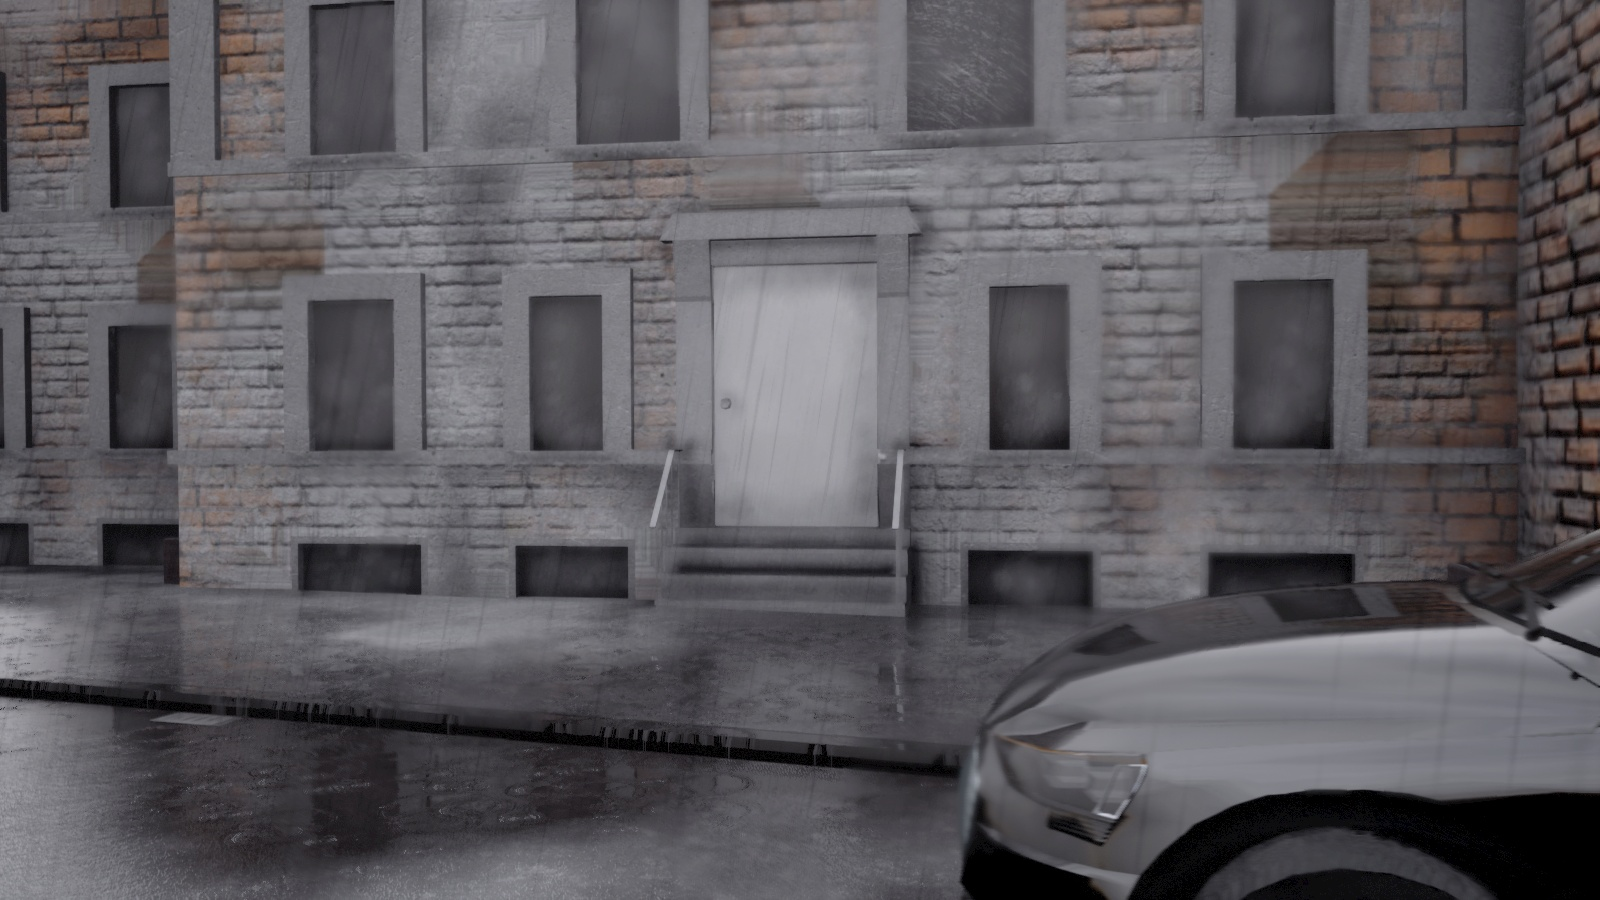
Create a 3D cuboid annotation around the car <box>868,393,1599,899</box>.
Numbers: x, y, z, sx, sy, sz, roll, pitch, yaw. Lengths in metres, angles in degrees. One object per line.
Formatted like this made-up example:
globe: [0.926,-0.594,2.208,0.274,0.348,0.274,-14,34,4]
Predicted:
car: [2.767,0.722,2.789,4.856,1.649,2.033,0,1,19]
